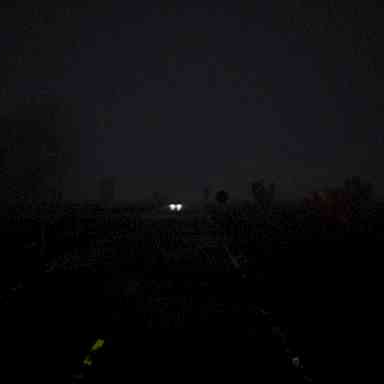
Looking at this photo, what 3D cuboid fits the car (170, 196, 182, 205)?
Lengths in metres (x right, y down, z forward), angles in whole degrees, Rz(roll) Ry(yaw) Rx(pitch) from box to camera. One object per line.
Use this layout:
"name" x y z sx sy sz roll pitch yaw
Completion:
"car" -2.742 1.480 58.169 2.128 1.511 4.902 0 0 0
